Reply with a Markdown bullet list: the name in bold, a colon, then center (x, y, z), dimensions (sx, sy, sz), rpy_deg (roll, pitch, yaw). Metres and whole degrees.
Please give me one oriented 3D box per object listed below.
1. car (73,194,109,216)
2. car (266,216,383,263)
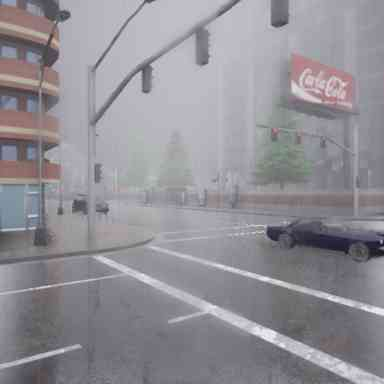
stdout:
- **car**: center (-10.269, 1.242, 33.555), dimensions (2.150, 2.045, 5.566), rpy_deg (0, 1, -36)
- **car**: center (5.117, 1.603, 12.324), dimensions (1.895, 1.301, 4.718), rpy_deg (0, 0, -36)
